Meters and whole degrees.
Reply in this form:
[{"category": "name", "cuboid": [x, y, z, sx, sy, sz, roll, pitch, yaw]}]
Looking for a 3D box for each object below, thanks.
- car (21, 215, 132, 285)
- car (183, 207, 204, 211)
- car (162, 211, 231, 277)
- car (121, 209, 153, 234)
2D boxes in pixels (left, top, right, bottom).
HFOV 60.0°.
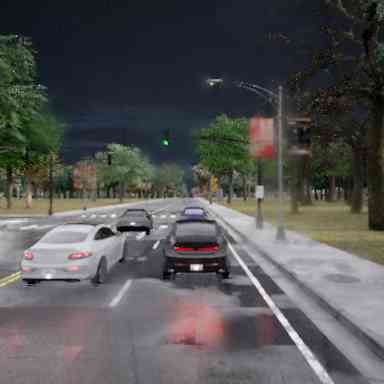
[{"category": "car", "cuboid": [-3.139, 1.608, 9.604, 1.812, 1.442, 4.674, 0, 0, 0]}, {"category": "car", "cuboid": [0.124, 1.716, 22.191, 1.812, 1.442, 4.674, 0, 0, 0]}, {"category": "car", "cuboid": [0.112, 1.596, 10.545, 1.837, 1.490, 4.892, 0, 0, 0]}, {"category": "car", "cuboid": [-3.446, 1.739, 20.430, 1.994, 1.385, 4.181, 0, 0, -5]}]
